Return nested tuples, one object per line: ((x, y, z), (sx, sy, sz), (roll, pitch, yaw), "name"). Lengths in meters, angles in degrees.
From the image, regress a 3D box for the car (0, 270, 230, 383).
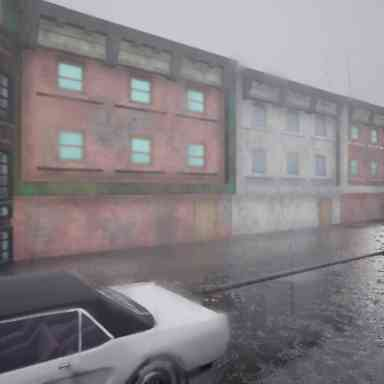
((-1.984, 1.600, 3.168), (4.718, 1.301, 1.895), (0, 0, -35), "car")
